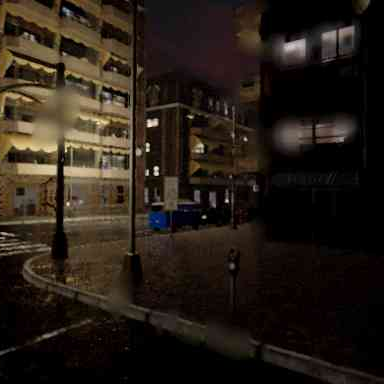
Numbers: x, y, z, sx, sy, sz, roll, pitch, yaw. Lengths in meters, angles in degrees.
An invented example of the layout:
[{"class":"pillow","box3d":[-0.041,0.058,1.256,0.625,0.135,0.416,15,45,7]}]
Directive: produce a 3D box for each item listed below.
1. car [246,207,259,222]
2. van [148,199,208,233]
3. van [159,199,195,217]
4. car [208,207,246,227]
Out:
[{"class":"car","box3d":[5.305,1.995,30.187,1.802,1.307,4.206,0,-1,35]},{"class":"van","box3d":[-0.968,1.544,21.059,1.690,1.788,3.998,0,-1,35]},{"class":"van","box3d":[-1.529,1.637,34.982,1.690,1.788,3.998,0,-1,35]},{"class":"car","box3d":[2.099,1.872,25.671,1.947,1.339,4.313,0,-1,35]}]
